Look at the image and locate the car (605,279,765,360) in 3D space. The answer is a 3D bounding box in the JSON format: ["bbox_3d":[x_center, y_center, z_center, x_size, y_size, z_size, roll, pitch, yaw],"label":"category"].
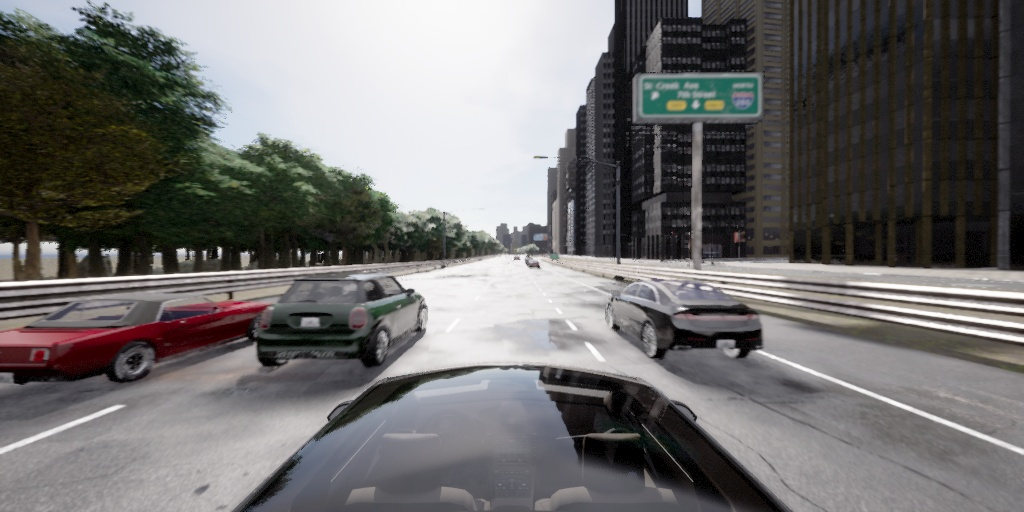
[{"bbox_3d":[3.606,1.284,8.467,2.128,1.511,4.902,0,0,0],"label":"car"}]

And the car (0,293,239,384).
[{"bbox_3d":[-6.897,1.380,7.077,1.895,1.301,4.718,0,0,0],"label":"car"}]

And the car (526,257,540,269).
[{"bbox_3d":[3.885,1.418,62.444,1.812,1.442,4.674,0,0,1],"label":"car"}]

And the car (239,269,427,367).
[{"bbox_3d":[-3.395,1.139,8.167,2.097,1.767,4.553,0,0,0],"label":"car"}]
